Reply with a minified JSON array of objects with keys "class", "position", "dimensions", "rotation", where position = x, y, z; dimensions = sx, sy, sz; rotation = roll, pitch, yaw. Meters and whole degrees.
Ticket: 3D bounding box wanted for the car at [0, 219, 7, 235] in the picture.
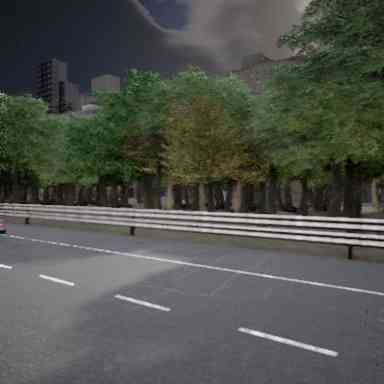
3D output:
[{"class":"car","position":[-10.992,1.548,16.034],"dimensions":[5.357,1.411,2.033],"rotation":[0,0,36]}]
